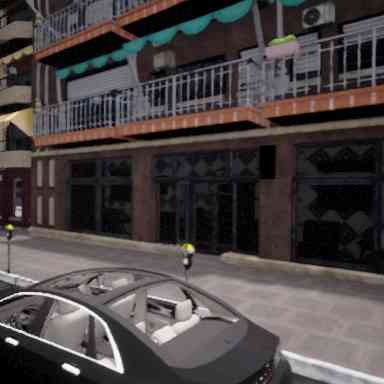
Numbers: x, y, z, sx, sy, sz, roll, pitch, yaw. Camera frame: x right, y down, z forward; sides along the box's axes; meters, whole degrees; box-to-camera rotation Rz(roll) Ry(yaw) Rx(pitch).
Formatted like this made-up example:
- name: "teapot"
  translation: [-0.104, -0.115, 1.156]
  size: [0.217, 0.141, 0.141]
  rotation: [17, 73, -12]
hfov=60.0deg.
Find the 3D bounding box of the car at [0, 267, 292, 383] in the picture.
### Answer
- name: "car"
  translation: [-1.174, 1.554, 3.698]
  size: [4.403, 1.369, 2.008]
  rotation: [0, 1, 35]
